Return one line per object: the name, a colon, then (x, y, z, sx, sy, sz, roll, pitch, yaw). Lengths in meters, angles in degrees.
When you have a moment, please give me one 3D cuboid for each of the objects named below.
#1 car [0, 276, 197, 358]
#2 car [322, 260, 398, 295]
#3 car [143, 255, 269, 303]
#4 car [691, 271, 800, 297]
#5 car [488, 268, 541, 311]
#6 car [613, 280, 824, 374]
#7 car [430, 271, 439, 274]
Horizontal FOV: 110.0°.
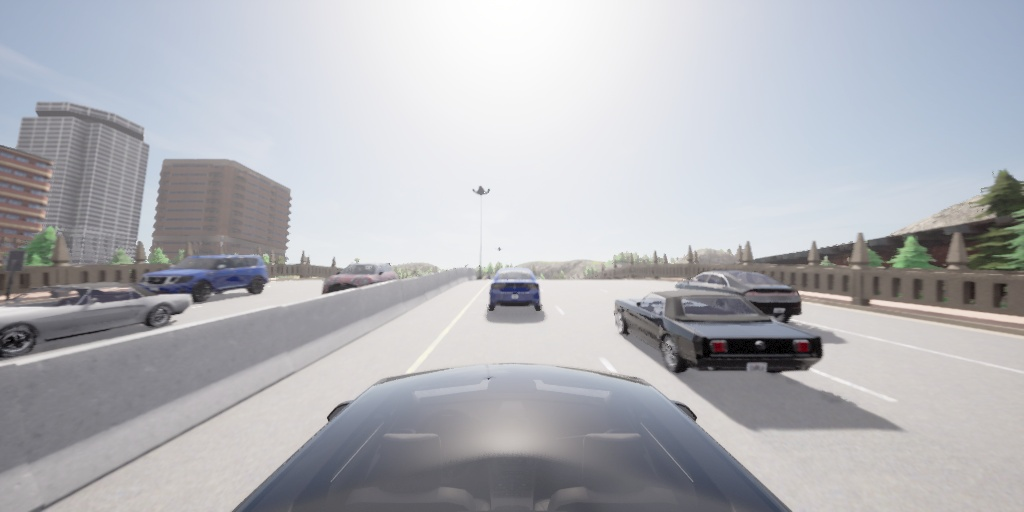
car: (-10.598, 1.344, 8.553, 1.895, 1.301, 4.718, 0, 0, 0)
car: (-7.091, 1.087, 17.205, 2.097, 1.767, 4.553, 0, 0, 0)
car: (-14.096, 0.955, 16.878, 2.150, 2.045, 5.566, 0, 0, 0)
car: (7.101, 1.232, 11.950, 2.128, 1.511, 4.902, 0, 0, 0)
car: (0.101, 1.215, 14.537, 1.882, 1.535, 5.008, 0, 0, 0)
car: (3.600, 1.345, 7.485, 1.895, 1.301, 4.718, 0, 0, 0)
car: (-10.558, 2.864, 51.231, 2.097, 1.767, 4.553, 0, -7, 0)
